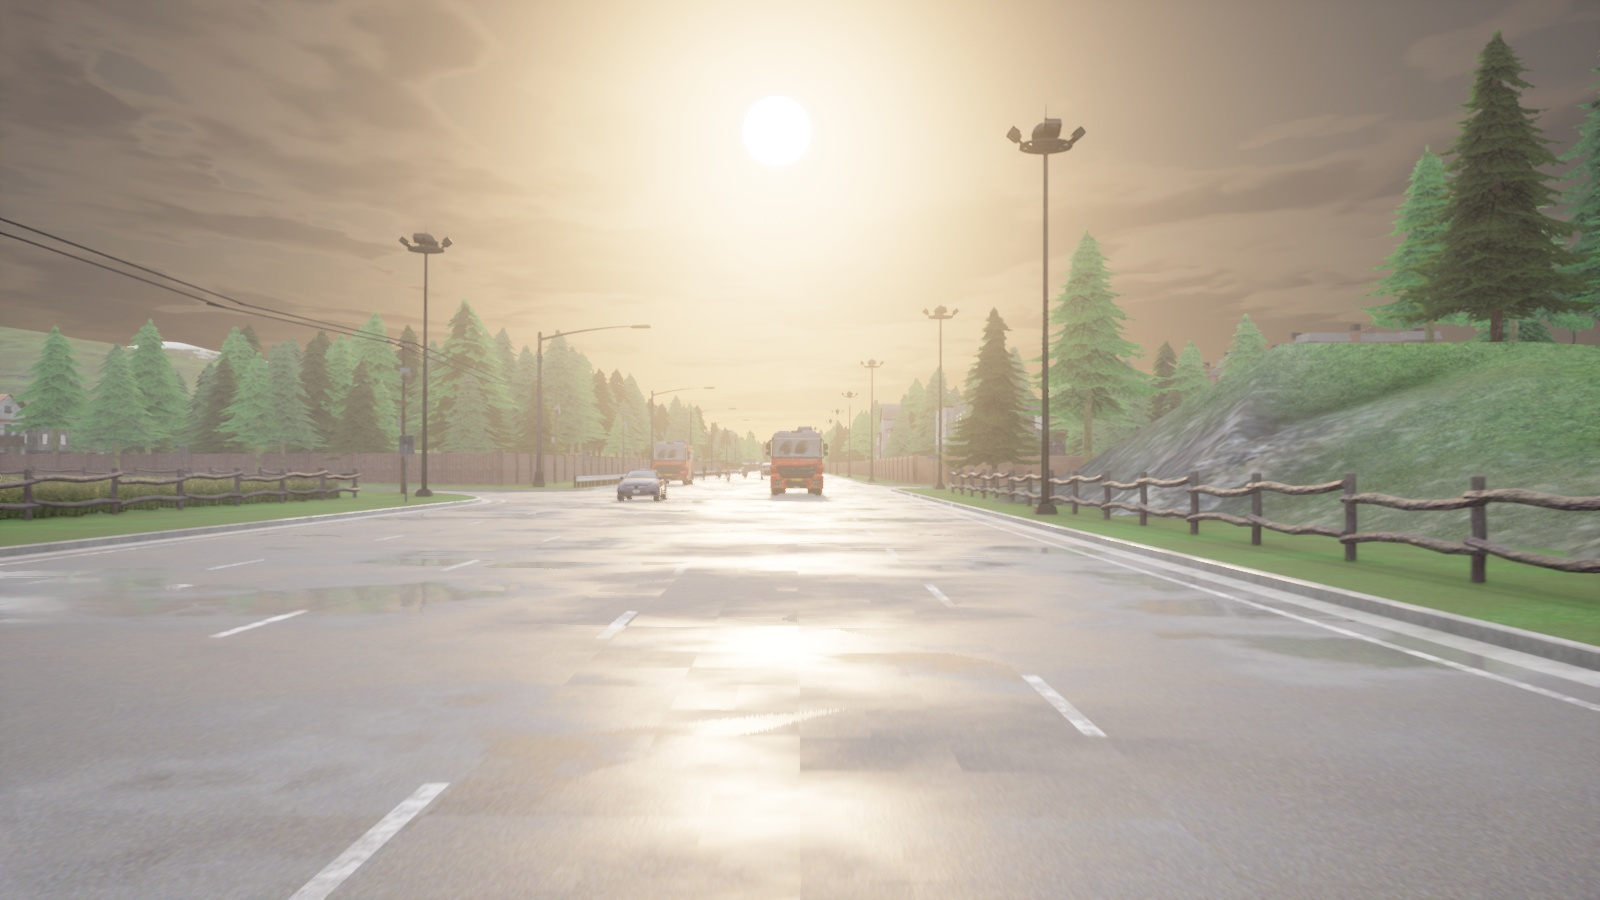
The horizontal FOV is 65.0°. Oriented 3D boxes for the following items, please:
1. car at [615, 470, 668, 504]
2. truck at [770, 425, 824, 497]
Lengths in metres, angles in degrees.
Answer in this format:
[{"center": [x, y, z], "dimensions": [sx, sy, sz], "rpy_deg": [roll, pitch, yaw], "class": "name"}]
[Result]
[{"center": [-7.136, 1.648, 56.960], "dimensions": [1.812, 1.442, 4.674], "rpy_deg": [0, -1, 0], "class": "car"}, {"center": [-0.173, 0.624, 71.011], "dimensions": [2.891, 3.827, 8.468], "rpy_deg": [0, -1, 0], "class": "truck"}]
